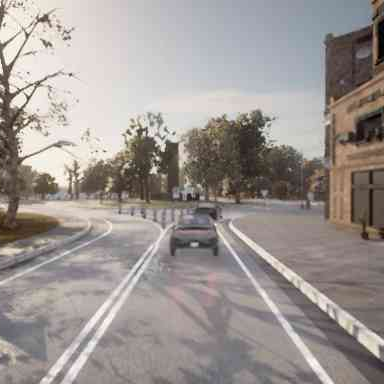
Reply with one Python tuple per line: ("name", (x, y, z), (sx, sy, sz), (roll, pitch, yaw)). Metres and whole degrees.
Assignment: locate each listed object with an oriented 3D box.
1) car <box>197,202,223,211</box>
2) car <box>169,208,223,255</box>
("car", (1.569, 1.649, 29.753), (1.882, 1.535, 5.008), (0, 0, 13))
("car", (0.086, 1.628, 13.900), (2.128, 1.511, 4.902), (0, -1, 0))
